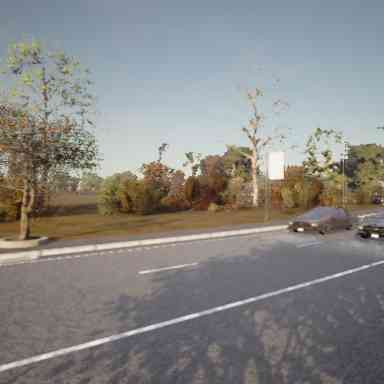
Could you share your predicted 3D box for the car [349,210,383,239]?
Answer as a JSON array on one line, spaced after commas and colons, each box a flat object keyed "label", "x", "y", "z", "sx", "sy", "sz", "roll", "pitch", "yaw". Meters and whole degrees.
[{"label": "car", "x": 10.117, "y": 1.552, "z": 16.469, "sx": 5.357, "sy": 1.411, "sz": 2.033, "roll": 0, "pitch": 0, "yaw": -41}]

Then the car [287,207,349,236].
[{"label": "car", "x": 7.649, "y": 1.558, "z": 18.963, "sx": 5.357, "sy": 1.411, "sz": 2.033, "roll": 0, "pitch": 0, "yaw": -40}]
